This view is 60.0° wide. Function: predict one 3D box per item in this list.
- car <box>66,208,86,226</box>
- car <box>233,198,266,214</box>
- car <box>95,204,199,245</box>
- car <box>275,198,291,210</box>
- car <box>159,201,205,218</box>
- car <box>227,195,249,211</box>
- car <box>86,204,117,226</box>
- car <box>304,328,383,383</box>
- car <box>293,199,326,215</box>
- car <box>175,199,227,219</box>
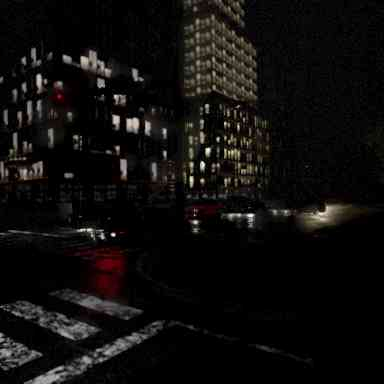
[{"bbox_3d":[-7.129,1.716,25.339,2.128,1.511,4.902,-1,-1,37],"label":"car"},{"bbox_3d":[7.026,1.702,38.664,1.812,1.442,4.674,-1,-1,37],"label":"car"},{"bbox_3d":[-1.929,1.517,15.812,1.837,1.490,4.892,-4,-2,33],"label":"car"},{"bbox_3d":[13.322,1.662,46.921,1.882,1.535,5.008,-1,-1,37],"label":"car"},{"bbox_3d":[-0.936,1.713,33.534,1.882,1.535,5.008,-1,-1,37],"label":"car"},{"bbox_3d":[5.526,1.467,42.075,2.150,2.045,5.566,-2,-1,38],"label":"car"},{"bbox_3d":[-4.777,1.721,23.058,1.994,1.385,4.181,-2,-1,37],"label":"car"},{"bbox_3d":[3.017,1.480,1.534,4.902,1.511,2.128,-1,0,35],"label":"car"},{"bbox_3d":[12.560,1.514,34.901,1.882,1.535,5.008,-1,-1,37],"label":"car"},{"bbox_3d":[0.834,1.518,30.490,2.097,1.767,4.553,-1,-1,37],"label":"car"}]
